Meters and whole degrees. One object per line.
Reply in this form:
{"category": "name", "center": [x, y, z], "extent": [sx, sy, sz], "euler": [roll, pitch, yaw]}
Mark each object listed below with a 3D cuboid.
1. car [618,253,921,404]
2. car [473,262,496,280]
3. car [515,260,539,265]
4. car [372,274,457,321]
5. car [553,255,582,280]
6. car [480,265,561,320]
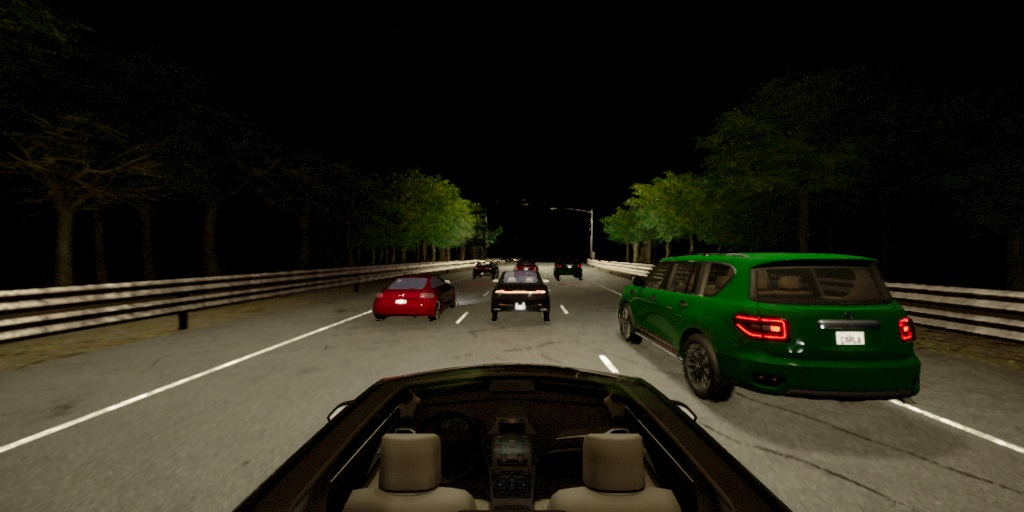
{"category": "car", "center": [3.662, 0.974, 6.529], "extent": [2.150, 2.045, 5.566], "euler": [0, 0, 1]}
{"category": "car", "center": [-2.209, 1.228, 31.483], "extent": [2.128, 1.511, 4.902], "euler": [0, 0, 4]}
{"category": "car", "center": [1.297, 1.092, 31.393], "extent": [2.097, 1.767, 4.553], "euler": [0, 0, 4]}
{"category": "car", "center": [-3.195, 1.308, 12.506], "extent": [1.994, 1.385, 4.181], "euler": [0, 0, 2]}
{"category": "car", "center": [4.765, 0.965, 31.002], "extent": [2.150, 2.045, 5.566], "euler": [0, 0, 4]}
{"category": "car", "center": [0.305, 1.239, 12.566], "extent": [2.128, 1.511, 4.902], "euler": [0, 0, 2]}
